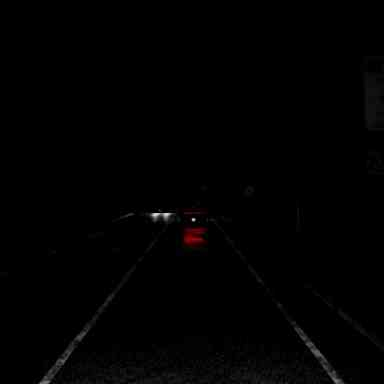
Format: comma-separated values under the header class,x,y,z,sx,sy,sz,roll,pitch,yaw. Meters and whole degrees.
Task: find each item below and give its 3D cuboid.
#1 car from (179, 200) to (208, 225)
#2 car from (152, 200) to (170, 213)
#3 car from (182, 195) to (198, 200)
class,x,y,z,sx,sy,sz,roll,pitch,yaw
car,0.106,1.588,24.715,1.837,1.490,4.892,0,0,0
car,-3.589,1.676,39.435,2.033,1.411,5.357,0,0,0
car,0.110,1.489,41.905,2.097,1.767,4.553,0,0,0
